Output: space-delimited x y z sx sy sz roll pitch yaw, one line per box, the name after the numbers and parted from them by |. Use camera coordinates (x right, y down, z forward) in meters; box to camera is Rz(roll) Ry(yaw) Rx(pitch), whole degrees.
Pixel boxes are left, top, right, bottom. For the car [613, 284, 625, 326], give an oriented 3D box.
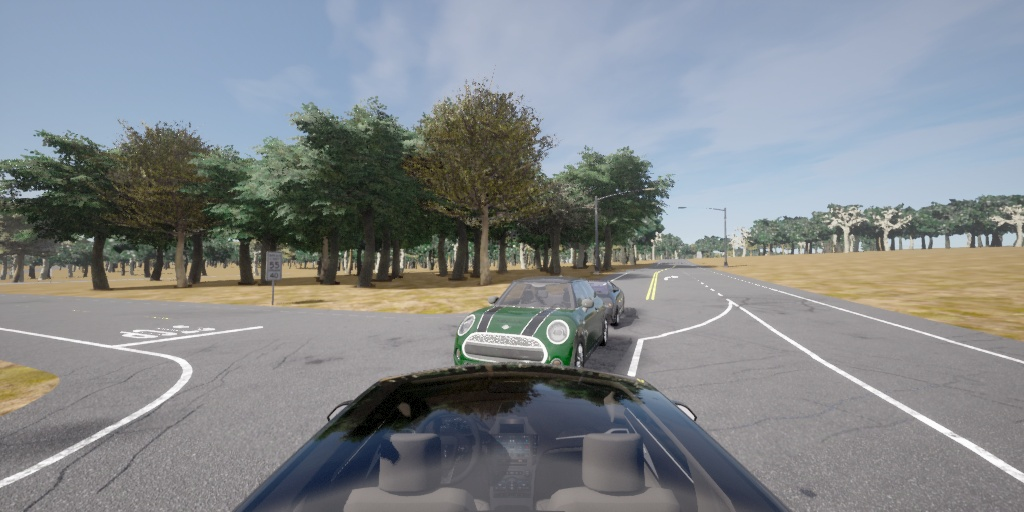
2.901 1.554 12.901 1.994 1.385 4.181 -2 0 22 | car

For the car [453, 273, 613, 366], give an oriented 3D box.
0.678 1.222 7.468 2.097 1.767 4.553 -1 -2 22 | car
